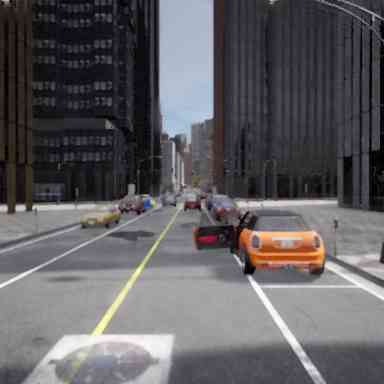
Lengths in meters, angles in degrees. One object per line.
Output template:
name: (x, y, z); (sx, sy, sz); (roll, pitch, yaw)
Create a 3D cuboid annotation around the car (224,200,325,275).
car: (2.391, 1.313, 10.490); (2.097, 1.767, 4.553); (0, 0, 0)

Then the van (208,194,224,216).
van: (2.770, 1.220, 32.680); (1.690, 1.788, 3.998); (0, 0, 0)

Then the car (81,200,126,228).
car: (-5.766, 1.446, 21.476); (1.752, 1.417, 4.829); (0, 0, 0)

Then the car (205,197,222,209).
car: (2.771, 1.391, 43.731); (2.008, 1.369, 4.403); (0, 0, 0)

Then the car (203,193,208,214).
car: (2.770, 1.175, 38.205); (2.192, 1.841, 5.009); (0, 0, 0)

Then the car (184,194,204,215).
car: (0.075, 1.340, 37.397); (1.882, 1.535, 5.008); (0, 0, 0)

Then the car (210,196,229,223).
car: (2.770, 1.340, 27.156); (1.967, 1.590, 4.097); (0, 0, 0)

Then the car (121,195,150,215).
car: (-5.762, 1.194, 32.694); (2.192, 1.841, 5.009); (0, 0, 0)

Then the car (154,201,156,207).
car: (-5.757, 1.366, 43.575); (1.752, 1.417, 4.829); (0, 0, 0)

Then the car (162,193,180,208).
car: (-3.024, 1.312, 45.616); (1.882, 1.535, 5.008); (0, 0, 1)

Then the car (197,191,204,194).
car: (2.775, 1.058, 76.297); (2.192, 1.841, 5.009); (0, 0, 0)

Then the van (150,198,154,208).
van: (-5.760, 1.201, 38.220); (1.690, 1.788, 3.998); (0, 0, 0)
